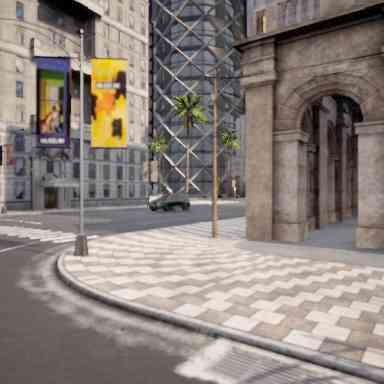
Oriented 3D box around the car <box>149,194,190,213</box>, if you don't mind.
[{"bbox_3d":[-2.426,1.205,37.921,2.150,2.045,5.566,0,0,36],"label":"car"}]
